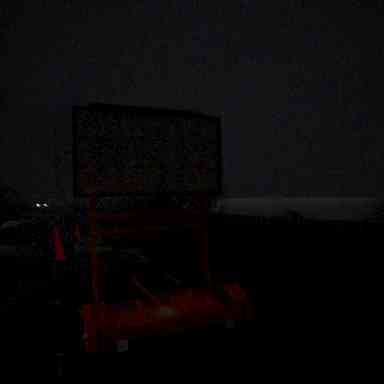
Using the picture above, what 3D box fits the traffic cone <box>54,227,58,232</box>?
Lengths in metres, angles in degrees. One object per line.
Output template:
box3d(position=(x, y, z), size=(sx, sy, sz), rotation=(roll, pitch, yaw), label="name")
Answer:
box3d(position=(-6.124, 2.023, 15.067), size=(0.340, 0.580, 0.340), rotation=(-1, 0, -24), label="traffic cone")

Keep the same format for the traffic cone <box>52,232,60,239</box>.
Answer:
box3d(position=(-5.325, 2.013, 13.233), size=(0.340, 0.580, 0.340), rotation=(-1, 0, -24), label="traffic cone")

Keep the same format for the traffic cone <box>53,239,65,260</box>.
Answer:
box3d(position=(-4.528, 2.002, 11.399), size=(0.340, 0.580, 0.340), rotation=(-1, 0, -24), label="traffic cone")

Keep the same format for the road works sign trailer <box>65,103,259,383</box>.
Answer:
box3d(position=(-0.690, 0.456, 5.442), size=(2.380, 3.560, 2.880), rotation=(-1, 0, -24), label="road works sign trailer")

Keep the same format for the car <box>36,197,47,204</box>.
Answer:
box3d(position=(-34.541, 1.916, 76.402), size=(2.097, 1.767, 4.553), rotation=(-1, 0, -24), label="car")
